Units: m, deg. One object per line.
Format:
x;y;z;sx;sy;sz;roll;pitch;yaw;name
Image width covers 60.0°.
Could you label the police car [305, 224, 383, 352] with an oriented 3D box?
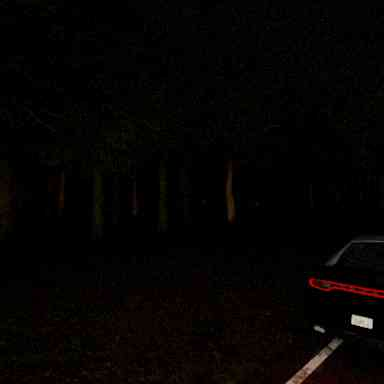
3.893;1.423;6.082;1.930;1.638;5.238;0;0;43;police car
